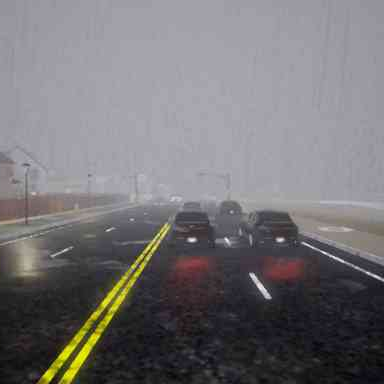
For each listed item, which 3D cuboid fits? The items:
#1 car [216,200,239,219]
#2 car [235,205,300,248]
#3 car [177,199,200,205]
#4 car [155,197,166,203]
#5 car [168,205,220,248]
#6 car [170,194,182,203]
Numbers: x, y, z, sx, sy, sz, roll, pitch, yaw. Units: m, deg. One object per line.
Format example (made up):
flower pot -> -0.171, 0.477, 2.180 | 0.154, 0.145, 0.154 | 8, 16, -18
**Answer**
car -> 3.250, 1.491, 29.651 | 1.882, 1.535, 5.008 | 0, 0, 0
car -> 3.250, 1.516, 14.650 | 1.837, 1.490, 4.892 | 0, 0, 0
car -> 0.000, 1.570, 29.651 | 2.033, 1.411, 5.357 | 0, 0, 0
car -> -6.499, 1.666, 69.235 | 2.033, 1.411, 5.357 | 0, 0, 0
car -> 0.000, 1.516, 14.650 | 1.837, 1.490, 4.892 | 0, 0, 0
car -> -3.250, 1.380, 69.205 | 2.150, 2.045, 5.566 | 0, 0, 0
